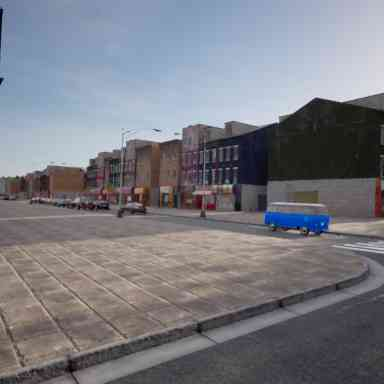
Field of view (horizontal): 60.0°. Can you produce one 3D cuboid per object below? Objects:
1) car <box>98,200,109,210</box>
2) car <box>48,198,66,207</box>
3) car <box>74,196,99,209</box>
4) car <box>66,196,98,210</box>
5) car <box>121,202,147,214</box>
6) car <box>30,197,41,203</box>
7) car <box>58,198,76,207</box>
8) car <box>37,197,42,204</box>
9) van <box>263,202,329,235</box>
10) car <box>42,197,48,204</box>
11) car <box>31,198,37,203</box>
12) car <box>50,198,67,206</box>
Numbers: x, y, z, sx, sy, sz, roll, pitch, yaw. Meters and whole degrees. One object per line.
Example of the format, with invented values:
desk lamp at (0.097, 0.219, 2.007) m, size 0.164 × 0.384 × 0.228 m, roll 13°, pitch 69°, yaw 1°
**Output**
car at (-13.026, 1.814, 46.590) m, size 1.947 × 1.339 × 4.313 m, roll 3°, pitch -2°, yaw -36°
car at (-20.686, 1.710, 52.710) m, size 2.033 × 1.411 × 5.357 m, roll 3°, pitch -2°, yaw -36°
car at (-16.216, 1.578, 51.029) m, size 2.192 × 1.841 × 5.009 m, roll 3°, pitch -2°, yaw -36°
car at (-14.860, 1.490, 44.738) m, size 2.097 × 1.767 × 4.553 m, roll 3°, pitch -2°, yaw -35°
car at (-6.630, 1.809, 37.722) m, size 1.802 × 1.307 × 4.206 m, roll 3°, pitch -2°, yaw -36°
car at (-38.615, 2.011, 82.057) m, size 1.802 × 1.307 × 4.206 m, roll 3°, pitch -2°, yaw -36°
car at (-22.621, 1.844, 59.891) m, size 1.887 × 1.381 × 4.507 m, roll 3°, pitch -2°, yaw -36°
car at (-32.218, 1.953, 73.191) m, size 1.802 × 1.307 × 4.206 m, roll 3°, pitch -2°, yaw -36°
van at (6.171, 1.555, 19.992) m, size 1.690 × 1.788 × 3.998 m, roll 3°, pitch -2°, yaw -36°
car at (-29.117, 1.871, 68.897) m, size 1.752 × 1.417 × 4.829 m, roll 3°, pitch -2°, yaw -36°
car at (-35.412, 1.839, 77.628) m, size 1.967 × 1.590 × 4.097 m, roll 3°, pitch -2°, yaw -36°
car at (-25.820, 1.887, 64.324) m, size 1.947 × 1.339 × 4.313 m, roll 3°, pitch -2°, yaw -36°
